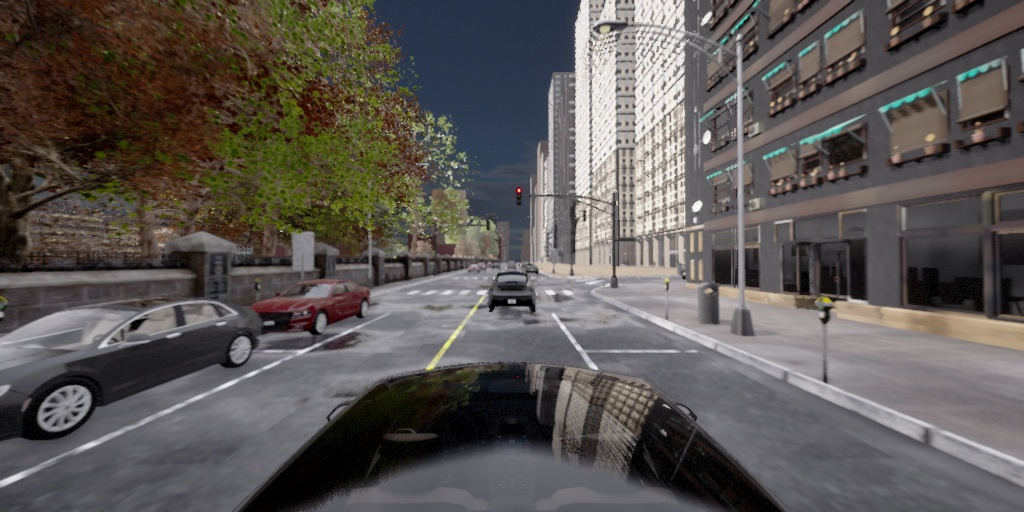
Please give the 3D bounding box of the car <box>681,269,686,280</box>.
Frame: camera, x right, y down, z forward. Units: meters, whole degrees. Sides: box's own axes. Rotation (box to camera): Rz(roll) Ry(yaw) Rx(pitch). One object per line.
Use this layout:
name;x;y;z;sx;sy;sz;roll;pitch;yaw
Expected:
car;14.673;1.285;26.200;4.313;1.339;1.948;0;0;0

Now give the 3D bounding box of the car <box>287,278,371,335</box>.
car;-5.825;1.391;10.853;1.888;1.381;4.507;0;0;0

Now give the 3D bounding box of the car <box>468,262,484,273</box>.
car;-5.717;1.907;54.401;1.802;1.307;4.207;0;0;0

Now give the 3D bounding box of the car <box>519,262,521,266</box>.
car;2.661;1.956;60.037;1.948;1.339;4.313;0;0;0

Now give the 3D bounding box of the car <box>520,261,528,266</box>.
car;2.664;1.892;54.405;1.948;1.339;4.313;0;0;0

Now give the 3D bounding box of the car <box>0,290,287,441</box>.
car;-5.771;1.338;5.313;2.007;1.370;4.403;0;0;0

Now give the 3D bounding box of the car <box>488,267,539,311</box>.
car;0.017;1.401;15.349;1.837;1.490;4.892;0;0;0

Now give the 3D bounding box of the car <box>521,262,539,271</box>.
car;2.666;1.828;48.773;1.948;1.339;4.313;0;0;0
